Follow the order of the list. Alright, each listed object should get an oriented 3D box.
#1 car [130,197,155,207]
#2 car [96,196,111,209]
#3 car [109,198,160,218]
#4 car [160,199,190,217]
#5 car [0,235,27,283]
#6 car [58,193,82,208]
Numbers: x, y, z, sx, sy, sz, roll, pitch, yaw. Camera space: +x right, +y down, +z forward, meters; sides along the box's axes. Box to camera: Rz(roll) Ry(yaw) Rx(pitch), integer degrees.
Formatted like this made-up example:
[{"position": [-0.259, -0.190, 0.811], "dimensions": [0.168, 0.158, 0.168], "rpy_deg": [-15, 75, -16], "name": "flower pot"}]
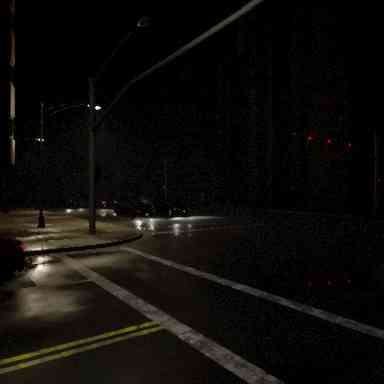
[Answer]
[{"position": [-7.852, 1.523, 52.055], "dimensions": [1.812, 1.442, 4.674], "rpy_deg": [0, 0, -37], "name": "car"}, {"position": [-11.996, 1.349, 45.641], "dimensions": [2.097, 1.767, 4.553], "rpy_deg": [0, 0, -36], "name": "car"}, {"position": [-5.410, 1.545, 30.585], "dimensions": [2.033, 1.411, 5.357], "rpy_deg": [0, 0, -36], "name": "car"}, {"position": [-2.126, 1.502, 32.023], "dimensions": [1.837, 1.490, 4.892], "rpy_deg": [0, 0, -36], "name": "car"}, {"position": [-6.371, 1.564, 8.118], "dimensions": [4.181, 1.385, 1.994], "rpy_deg": [0, 0, -36], "name": "car"}, {"position": [-17.369, 1.205, 47.142], "dimensions": [2.150, 2.045, 5.566], "rpy_deg": [0, 0, -36], "name": "car"}]
